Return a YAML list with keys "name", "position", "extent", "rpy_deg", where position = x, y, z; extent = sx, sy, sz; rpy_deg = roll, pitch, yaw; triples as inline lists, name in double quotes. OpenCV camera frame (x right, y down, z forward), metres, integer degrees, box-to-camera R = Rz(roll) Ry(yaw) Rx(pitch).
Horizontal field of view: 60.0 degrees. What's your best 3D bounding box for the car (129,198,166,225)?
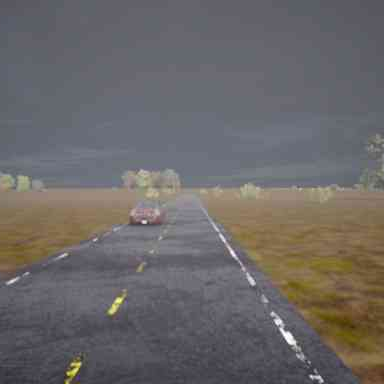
- name: "car"
  position: [-3.024, 1.328, 23.396]
  extent: [2.097, 1.767, 4.553]
  rpy_deg: [0, 0, 0]
